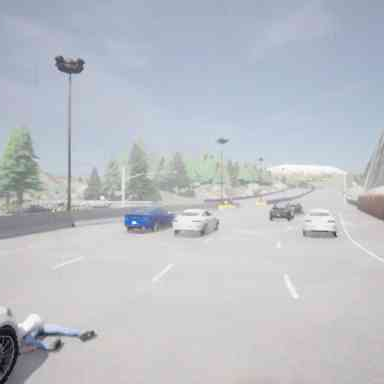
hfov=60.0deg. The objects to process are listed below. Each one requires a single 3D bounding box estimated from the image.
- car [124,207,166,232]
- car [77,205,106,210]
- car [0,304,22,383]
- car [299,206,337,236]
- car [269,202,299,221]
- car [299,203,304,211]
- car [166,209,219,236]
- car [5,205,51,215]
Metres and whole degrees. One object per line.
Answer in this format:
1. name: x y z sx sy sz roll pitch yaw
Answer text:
1. car: -2.651 1.726 22.277 1.882 1.535 5.008 0 -1 19
2. car: -9.923 1.958 33.080 1.895 1.301 4.718 0 -1 23
3. car: -3.196 1.548 2.373 1.812 1.442 4.674 0 -1 3
4. car: 7.682 1.769 20.123 1.812 1.442 4.674 0 -1 20
5. car: 8.456 1.861 31.159 2.128 1.511 4.902 0 -1 23
6. car: 12.553 1.979 40.868 2.128 1.511 4.902 0 -1 23
7. car: 0.318 1.756 20.180 1.812 1.442 4.674 0 -1 19
8. car: -14.825 1.881 30.301 1.994 1.385 4.181 0 -1 21
